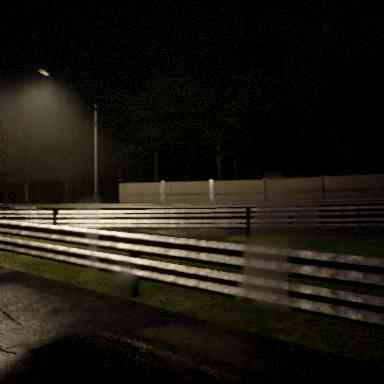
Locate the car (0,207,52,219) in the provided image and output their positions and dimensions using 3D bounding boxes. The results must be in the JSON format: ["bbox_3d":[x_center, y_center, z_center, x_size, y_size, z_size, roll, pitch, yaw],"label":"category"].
[{"bbox_3d":[-13.160,1.787,25.198,4.718,1.301,1.895,0,-1,13],"label":"car"}]
